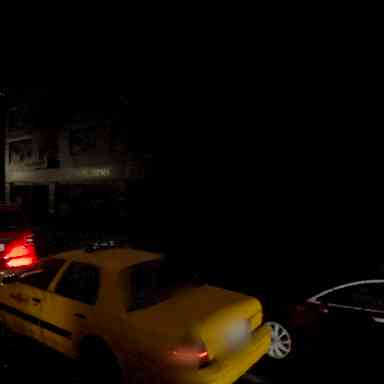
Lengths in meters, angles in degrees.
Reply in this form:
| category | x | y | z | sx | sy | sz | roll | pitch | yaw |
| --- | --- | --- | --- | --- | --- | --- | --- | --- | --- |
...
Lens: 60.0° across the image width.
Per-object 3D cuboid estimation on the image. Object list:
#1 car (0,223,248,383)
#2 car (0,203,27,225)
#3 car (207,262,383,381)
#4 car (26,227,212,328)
| category | x | y | z | sx | sy | sz | roll | pitch | yaw |
| --- | --- | --- | --- | --- | --- | --- | --- | --- | --- |
| car | -1.564 | 1.499 | 5.102 | 5.366 | 1.575 | 1.801 | 0 | -1 | 37 |
| car | -6.246 | 1.278 | 8.589 | 5.566 | 2.045 | 2.150 | 0 | -1 | 36 |
| car | 2.621 | 1.605 | 4.280 | 4.403 | 1.369 | 2.008 | 0 | -1 | 36 |
| car | -1.816 | 1.646 | 7.562 | 4.206 | 1.307 | 1.802 | 0 | -1 | 36 |
